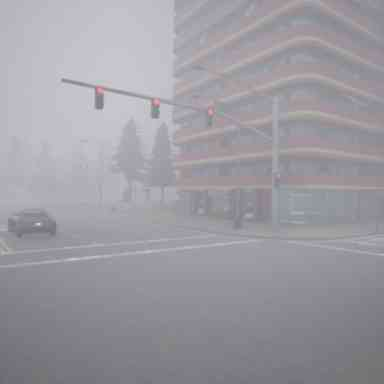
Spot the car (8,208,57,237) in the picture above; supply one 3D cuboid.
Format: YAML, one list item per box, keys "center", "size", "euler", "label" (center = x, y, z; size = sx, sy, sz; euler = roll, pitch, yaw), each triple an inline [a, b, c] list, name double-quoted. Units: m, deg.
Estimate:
- center: [-8.919, 1.599, 18.509]
  size: [1.994, 1.385, 4.181]
  euler: [1, 0, -35]
  label: "car"
